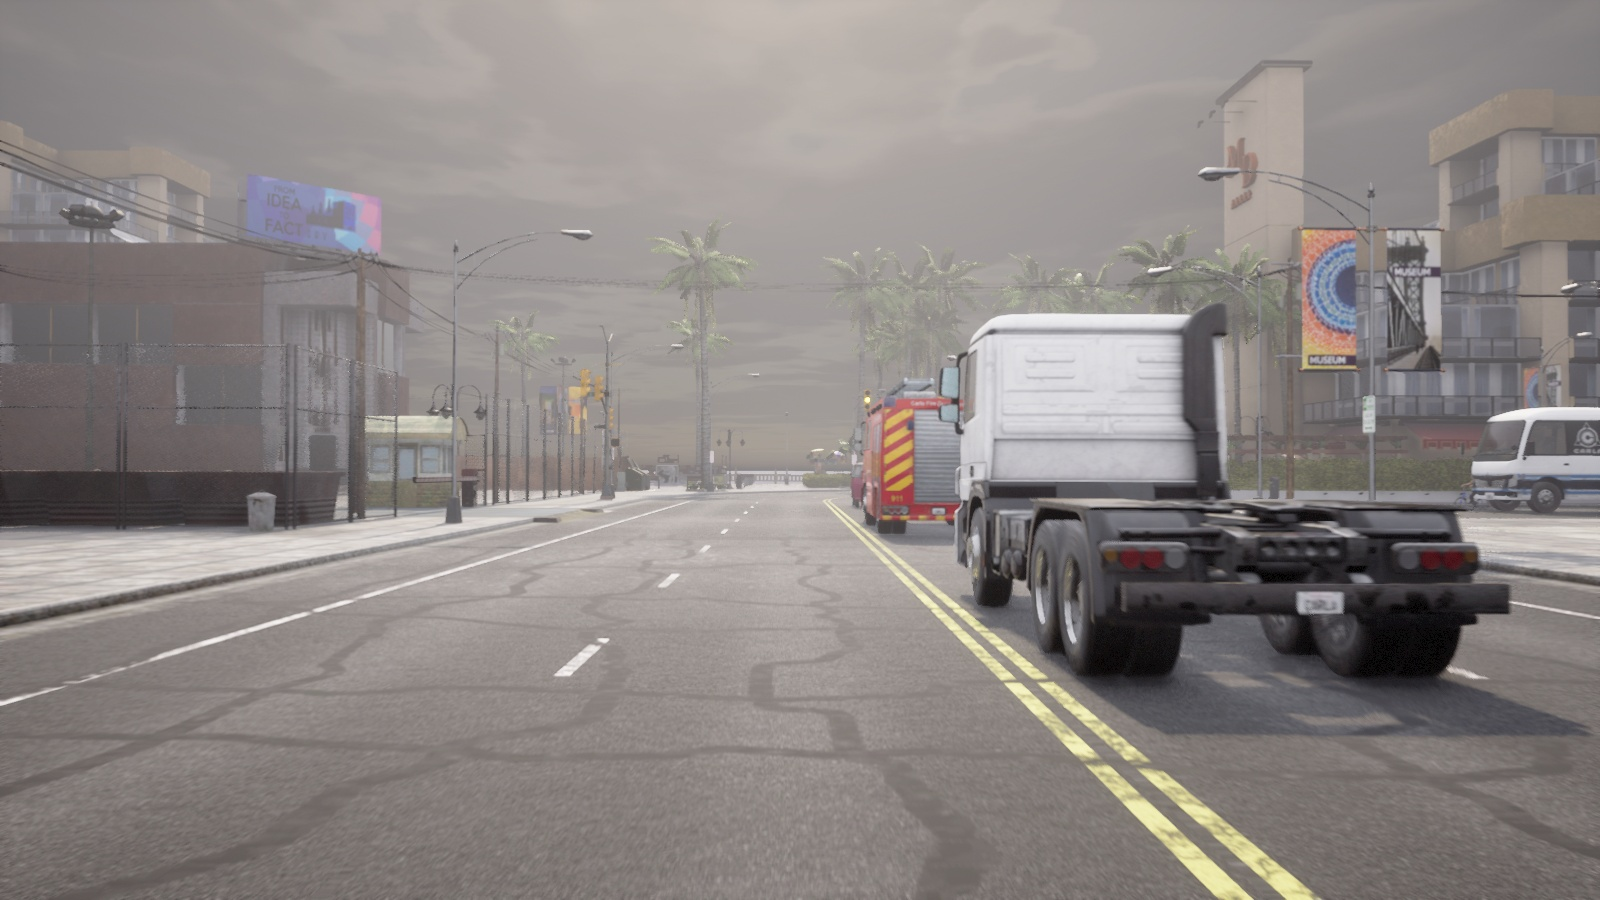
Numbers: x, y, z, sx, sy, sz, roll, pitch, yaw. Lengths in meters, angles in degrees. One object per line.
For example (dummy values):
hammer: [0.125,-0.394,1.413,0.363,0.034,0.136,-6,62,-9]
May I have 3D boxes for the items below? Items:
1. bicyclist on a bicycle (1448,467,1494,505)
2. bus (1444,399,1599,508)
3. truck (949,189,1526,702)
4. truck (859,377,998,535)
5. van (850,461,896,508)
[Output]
bicyclist on a bicycle: [29.106,1.544,54.479,1.509,1.612,0.866,0,-1,-1]
bus: [32.368,0.161,51.090,10.273,4.253,3.944,0,-1,-1]
truck: [3.430,0.027,12.471,2.891,3.462,7.936,0,-1,0]
truck: [3.299,0.215,34.584,2.891,3.827,8.468,0,-1,0]
van: [3.180,1.482,55.417,1.775,1.987,4.442,0,-1,0]
